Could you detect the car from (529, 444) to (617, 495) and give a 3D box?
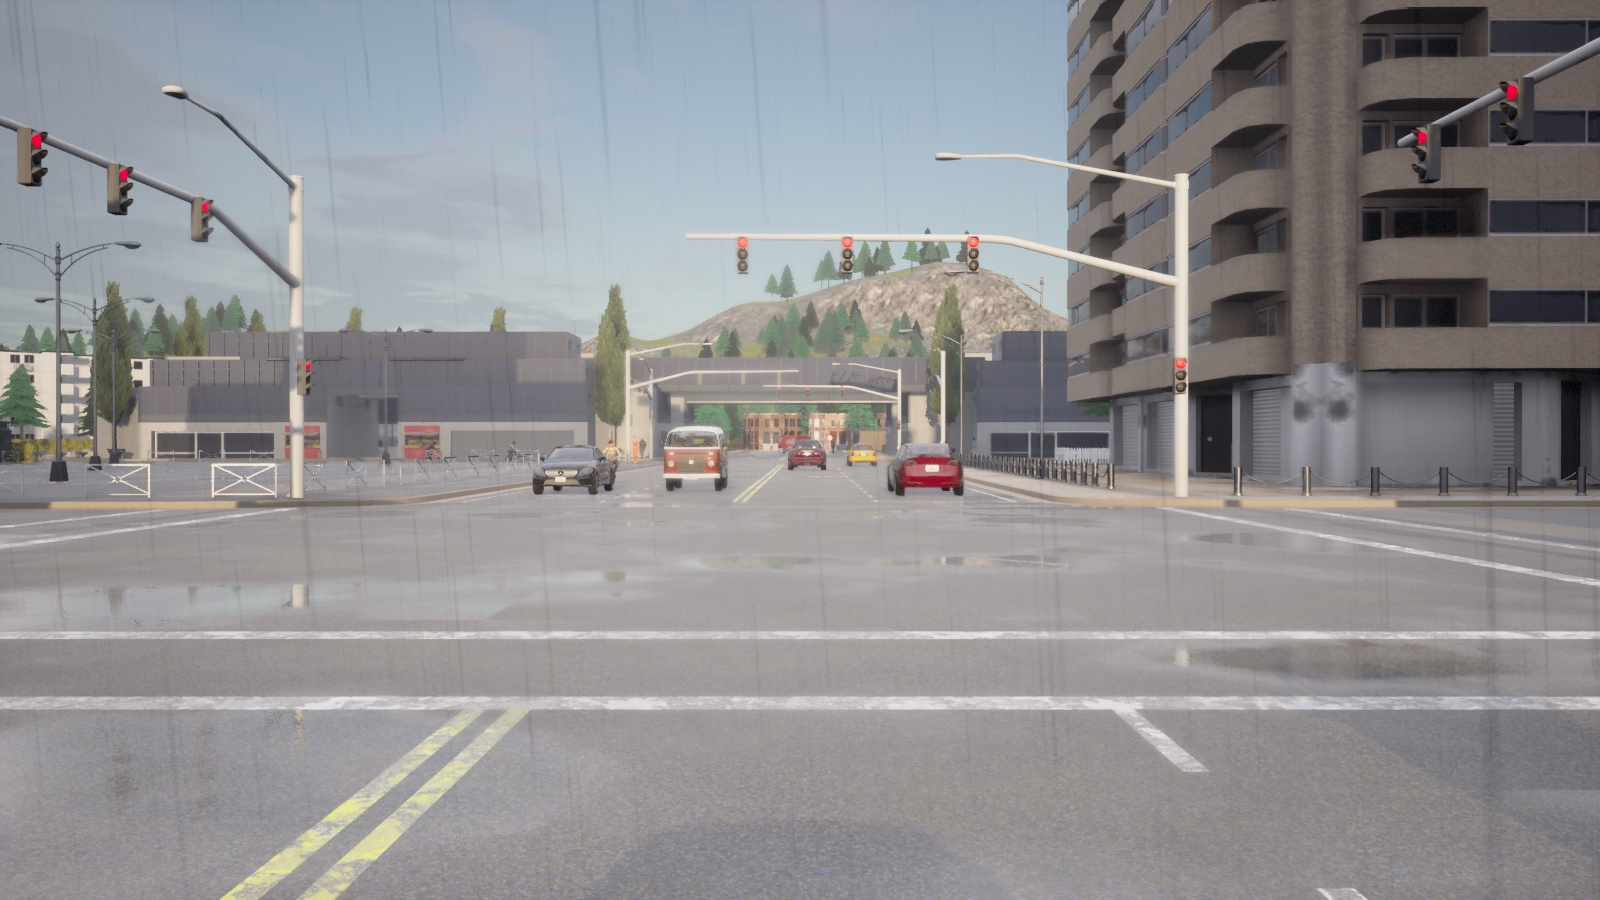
[{"bbox_3d":[-6.774,0.553,37.914,1.812,1.442,4.674,0,0,0],"label":"car"}]

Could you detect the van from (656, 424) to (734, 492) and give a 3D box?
[{"bbox_3d":[-3.262,0.242,39.909,2.069,2.038,4.480,0,0,0],"label":"van"}]

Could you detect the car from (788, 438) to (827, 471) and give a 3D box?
[{"bbox_3d":[0.404,0.211,69.817,2.097,1.767,4.553,0,0,0],"label":"car"}]

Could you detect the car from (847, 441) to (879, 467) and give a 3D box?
[{"bbox_3d":[3.962,0.236,80.183,1.801,1.575,5.366,0,0,0],"label":"car"}]

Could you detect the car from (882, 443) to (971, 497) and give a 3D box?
[{"bbox_3d":[3.667,0.539,37.246,2.163,1.488,4.792,0,0,0],"label":"car"}]
